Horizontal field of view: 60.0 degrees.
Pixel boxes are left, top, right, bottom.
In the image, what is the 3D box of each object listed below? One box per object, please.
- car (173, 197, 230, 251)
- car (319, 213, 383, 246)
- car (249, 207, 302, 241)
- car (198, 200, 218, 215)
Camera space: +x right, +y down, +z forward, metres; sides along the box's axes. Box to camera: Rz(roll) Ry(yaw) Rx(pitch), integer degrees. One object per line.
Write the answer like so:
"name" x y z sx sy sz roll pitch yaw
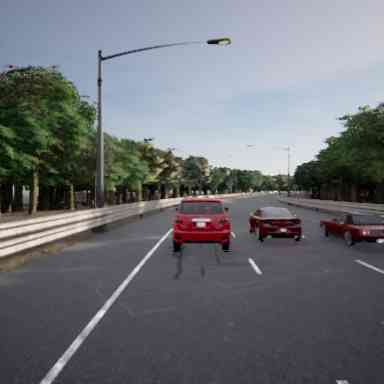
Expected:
"car" 0.423 1.233 14.338 2.150 2.045 5.566 0 0 2
"car" 7.461 1.618 15.198 1.895 1.301 4.718 0 0 2
"car" 4.038 1.493 16.786 1.882 1.535 5.008 0 0 2
"car" 1.747 1.593 34.922 1.994 1.385 4.181 0 0 5
